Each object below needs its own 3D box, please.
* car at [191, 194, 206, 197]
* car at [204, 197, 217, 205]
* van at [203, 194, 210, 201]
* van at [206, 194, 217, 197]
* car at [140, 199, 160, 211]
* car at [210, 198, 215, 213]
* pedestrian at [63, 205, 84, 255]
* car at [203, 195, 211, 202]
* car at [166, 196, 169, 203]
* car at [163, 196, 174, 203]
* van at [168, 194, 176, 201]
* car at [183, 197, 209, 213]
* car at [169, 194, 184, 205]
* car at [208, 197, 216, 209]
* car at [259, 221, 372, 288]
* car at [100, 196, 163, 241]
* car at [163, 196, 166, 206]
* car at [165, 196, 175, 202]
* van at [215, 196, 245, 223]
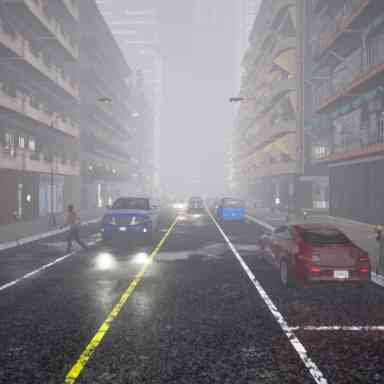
[{"bbox_3d":[0.535,1.344,47.922,2.097,1.767,4.553,0,0,1],"label":"car"},{"bbox_3d":[3.264,1.543,58.746,2.008,1.369,4.403,-1,0,1],"label":"car"},{"bbox_3d":[3.485,1.334,81.152,1.690,1.788,3.998,-1,0,1],"label":"van"},{"bbox_3d":[3.205,1.333,53.143,1.690,1.788,3.998,-1,0,1],"label":"van"},{"bbox_3d":[-5.283,1.558,42.052,1.947,1.339,4.313,-1,0,1],"label":"car"},{"bbox_3d":[2.985,1.545,30.736,2.008,1.369,4.403,-1,0,1],"label":"car"},{"bbox_3d":[-4.147,1.291,11.653,0.375,1.860,0.375,-1,1,-2],"label":"pedestrian"},{"bbox_3d":[3.433,1.518,75.720,1.752,1.417,4.829,-1,0,1],"label":"car"},{"bbox_3d":[-5.171,1.574,53.256,1.802,1.307,4.206,-1,0,1],"label":"car"},{"bbox_3d":[-5.003,1.558,70.060,1.947,1.339,4.313,-1,0,1],"label":"car"},{"bbox_3d":[-4.895,1.334,81.264,1.690,1.788,3.998,-1,0,1],"label":"van"},{"bbox_3d":[0.449,1.541,36.032,2.033,1.411,5.357,0,0,1],"label":"car"},{"bbox_3d":[-2.466,1.485,60.483,2.128,1.511,4.902,0,0,1],"label":"car"},{"bbox_3d":[3.040,1.538,36.338,1.887,1.381,4.507,-1,0,1],"label":"car"},{"bbox_3d":[3.089,1.524,9.136,1.812,1.442,4.674,0,0,1],"label":"car"},{"bbox_3d":[-2.940,1.218,16.922,2.150,2.045,5.566,0,0,0],"label":"car"},{"bbox_3d":[-5.228,1.537,47.654,1.887,1.381,4.507,-1,0,1],"label":"car"},{"bbox_3d":[-4.948,1.544,75.663,2.008,1.369,4.403,-1,0,1],"label":"car"},{"bbox_3d":[2.926,1.336,25.135,1.690,1.788,3.998,-1,0,1],"label":"van"}]
